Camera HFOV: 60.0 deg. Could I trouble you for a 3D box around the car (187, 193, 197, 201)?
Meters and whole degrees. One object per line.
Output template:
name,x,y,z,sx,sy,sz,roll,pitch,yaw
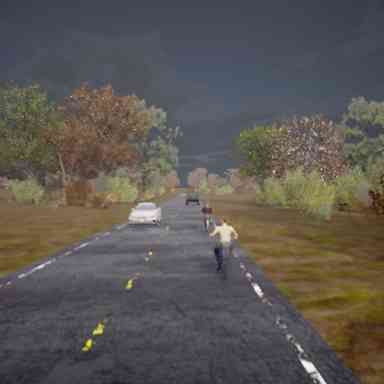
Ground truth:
car,0.009,1.116,73.673,2.097,1.767,4.553,0,0,0

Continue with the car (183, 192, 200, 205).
car,0.105,1.050,55.794,2.150,2.045,5.566,0,0,0

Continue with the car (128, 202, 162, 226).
car,-3.096,1.463,22.802,1.812,1.442,4.674,0,0,0

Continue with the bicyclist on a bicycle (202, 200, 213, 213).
bicyclist on a bicycle,0.829,1.323,17.873,0.659,1.776,1.843,0,0,0

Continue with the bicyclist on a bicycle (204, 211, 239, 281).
bicyclist on a bicycle,0.848,1.414,8.810,0.866,1.612,1.509,0,0,0
